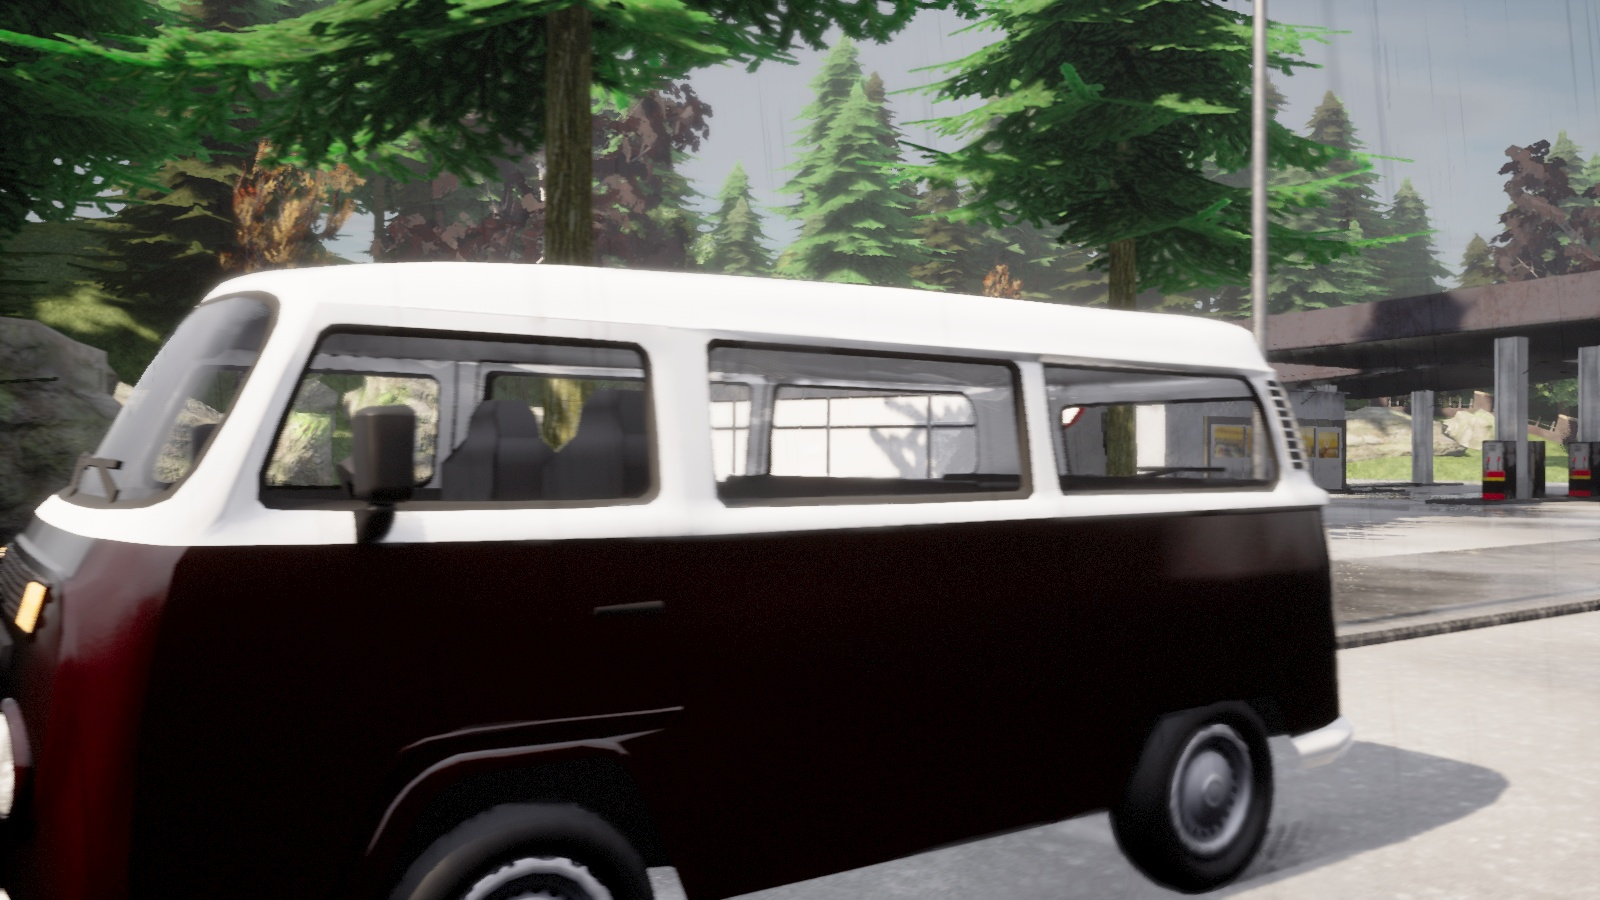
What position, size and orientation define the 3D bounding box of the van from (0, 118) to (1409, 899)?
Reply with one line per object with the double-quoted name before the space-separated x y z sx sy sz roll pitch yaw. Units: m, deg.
"van" -0.230 0.481 4.109 4.480 2.038 2.069 0 0 -35
